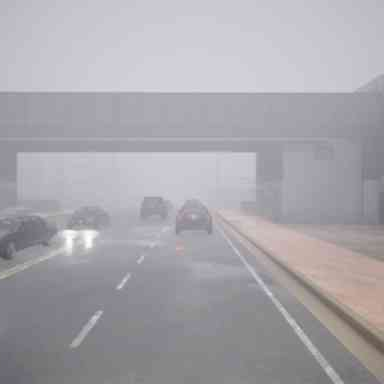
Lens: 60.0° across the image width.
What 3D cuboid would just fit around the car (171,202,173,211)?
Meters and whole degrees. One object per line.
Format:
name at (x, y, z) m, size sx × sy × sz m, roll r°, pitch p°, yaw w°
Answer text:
car at (-3.512, 1.803, 45.295) m, size 1.812 × 1.442 × 4.674 m, roll 0°, pitch 0°, yaw 0°

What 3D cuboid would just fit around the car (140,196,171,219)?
car at (-3.488, 1.416, 31.364) m, size 2.150 × 2.045 × 5.566 m, roll 0°, pitch 0°, yaw 0°

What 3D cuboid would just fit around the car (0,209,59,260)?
car at (-7.079, 1.628, 13.115) m, size 2.033 × 1.411 × 5.357 m, roll 0°, pitch 0°, yaw 0°

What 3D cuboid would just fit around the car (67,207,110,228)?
car at (-7.073, 1.705, 23.036) m, size 1.994 × 1.385 × 4.181 m, roll 0°, pitch 0°, yaw 0°

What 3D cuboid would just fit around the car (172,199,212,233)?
car at (0.103, 1.478, 20.528) m, size 2.097 × 1.767 × 4.553 m, roll 0°, pitch 0°, yaw 0°

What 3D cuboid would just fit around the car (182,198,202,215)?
car at (0.110, 1.581, 37.256) m, size 2.097 × 1.767 × 4.553 m, roll 0°, pitch 0°, yaw 2°

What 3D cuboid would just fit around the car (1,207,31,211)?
car at (-10.577, 1.647, 19.901) m, size 1.812 × 1.442 × 4.674 m, roll 0°, pitch 0°, yaw 0°
